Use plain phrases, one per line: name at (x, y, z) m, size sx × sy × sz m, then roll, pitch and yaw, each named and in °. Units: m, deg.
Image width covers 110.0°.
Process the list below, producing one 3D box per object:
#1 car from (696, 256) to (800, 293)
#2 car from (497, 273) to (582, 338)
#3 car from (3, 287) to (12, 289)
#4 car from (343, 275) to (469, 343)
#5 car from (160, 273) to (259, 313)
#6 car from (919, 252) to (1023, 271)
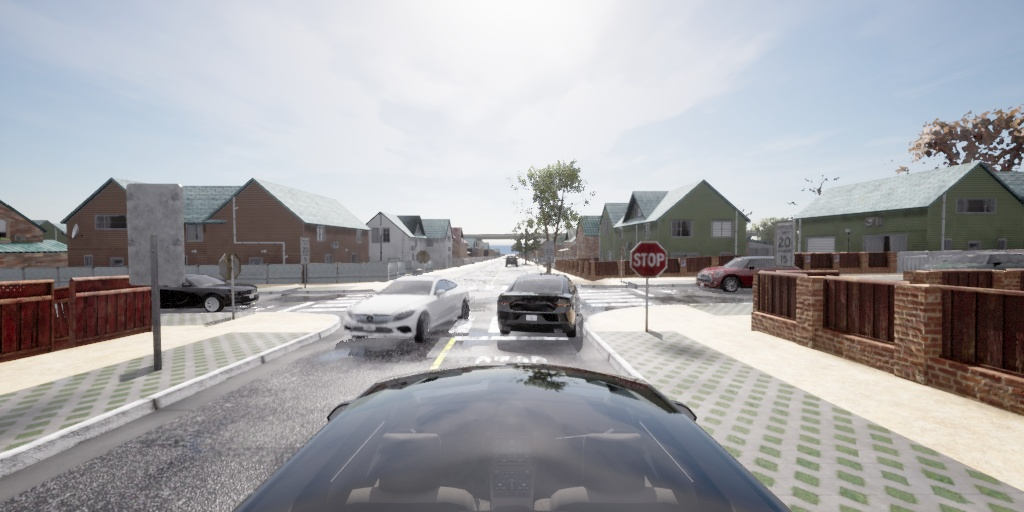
car at (11.787, 0.822, 18.008) m, size 4.553 × 1.767 × 2.097 m, roll -1°, pitch 2°, yaw 0°
car at (0.947, 1.224, 10.384) m, size 1.882 × 1.535 × 5.008 m, roll 0°, pitch 0°, yaw 12°
car at (-23.257, 1.635, 14.780) m, size 5.008 × 1.535 × 1.882 m, roll -1°, pitch 2°, yaw -1°
car at (-2.587, 1.278, 9.957) m, size 1.812 × 1.442 × 4.674 m, roll -1°, pitch -1°, yaw 12°
car at (-13.312, 1.466, 14.860) m, size 5.008 × 1.535 × 1.882 m, roll -1°, pitch 2°, yaw -1°
car at (23.568, 0.612, 18.107) m, size 4.553 × 1.767 × 2.097 m, roll -1°, pitch 2°, yaw 0°
